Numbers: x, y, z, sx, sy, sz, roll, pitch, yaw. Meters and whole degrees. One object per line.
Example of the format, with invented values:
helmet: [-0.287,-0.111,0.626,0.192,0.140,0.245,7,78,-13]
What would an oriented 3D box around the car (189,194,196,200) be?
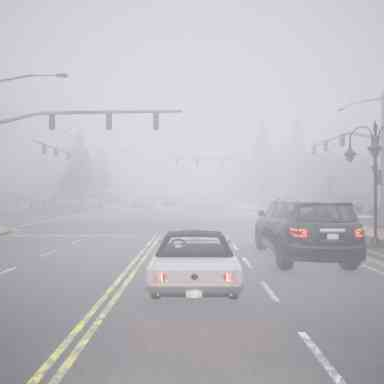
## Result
car: [0.016,1.379,89.851,1.812,1.442,4.674,0,0,0]

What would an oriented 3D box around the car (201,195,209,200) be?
car: [3.516,1.407,89.851,1.994,1.385,4.181,0,0,0]

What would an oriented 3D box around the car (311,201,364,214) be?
car: [14.939,1.601,34.318,4.718,1.301,1.895,0,0,0]

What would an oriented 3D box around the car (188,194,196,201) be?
car: [0.014,1.514,79.543,1.812,1.442,4.674,0,0,0]

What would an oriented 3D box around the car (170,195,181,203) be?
car: [-3.487,1.525,70.774,2.128,1.511,4.902,0,0,0]

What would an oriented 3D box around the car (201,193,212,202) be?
car: [3.514,1.215,79.199,2.150,2.045,5.566,0,0,0]

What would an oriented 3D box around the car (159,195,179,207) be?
car: [-3.577,1.564,51.859,1.994,1.385,4.181,0,0,0]

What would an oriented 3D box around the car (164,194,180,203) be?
car: [-3.570,1.505,60.576,1.837,1.490,4.892,0,0,-1]

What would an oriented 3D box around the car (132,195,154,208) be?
car: [-7.130,1.547,47.176,2.033,1.411,5.357,0,0,2]

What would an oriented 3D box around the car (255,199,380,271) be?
car: [3.581,1.221,11.103,2.150,2.045,5.566,0,0,0]

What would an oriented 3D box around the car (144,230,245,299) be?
car: [0.064,1.601,8.379,1.895,1.301,4.718,0,0,0]

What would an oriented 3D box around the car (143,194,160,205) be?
car: [-7.073,1.547,57.247,2.033,1.411,5.357,0,0,0]
